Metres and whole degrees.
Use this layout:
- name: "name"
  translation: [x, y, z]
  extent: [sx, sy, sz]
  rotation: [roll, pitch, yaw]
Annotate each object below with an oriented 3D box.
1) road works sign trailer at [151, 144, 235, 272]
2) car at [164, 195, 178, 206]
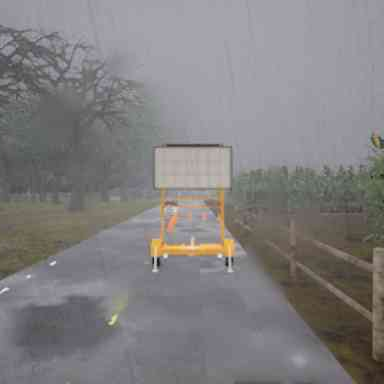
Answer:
- name: "road works sign trailer"
  translation: [0.023, 0.329, 10.251]
  extent: [2.380, 3.560, 2.880]
  rotation: [0, 1, 0]
- name: "car"
  translation: [-2.749, 1.132, 43.281]
  extent: [2.033, 1.411, 5.357]
  rotation: [0, 0, 0]
